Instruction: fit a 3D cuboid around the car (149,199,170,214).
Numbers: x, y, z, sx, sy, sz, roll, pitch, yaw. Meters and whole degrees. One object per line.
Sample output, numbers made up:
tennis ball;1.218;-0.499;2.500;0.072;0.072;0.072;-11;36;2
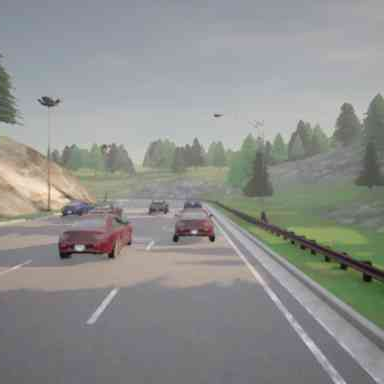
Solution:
car;-3.403;1.491;35.164;2.128;1.511;4.902;0;0;0

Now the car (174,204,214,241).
car;0.099;1.526;16.486;1.812;1.442;4.674;0;0;0

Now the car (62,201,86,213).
car;-10.404;1.526;30.519;1.812;1.442;4.674;0;0;0

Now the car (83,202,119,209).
car;-6.901;1.601;26.889;1.895;1.301;4.718;0;0;0

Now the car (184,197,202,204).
car;0.097;1.352;39.150;2.097;1.767;4.553;0;0;0

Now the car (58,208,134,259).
car;-3.405;1.526;12.395;1.812;1.442;4.674;0;0;0
